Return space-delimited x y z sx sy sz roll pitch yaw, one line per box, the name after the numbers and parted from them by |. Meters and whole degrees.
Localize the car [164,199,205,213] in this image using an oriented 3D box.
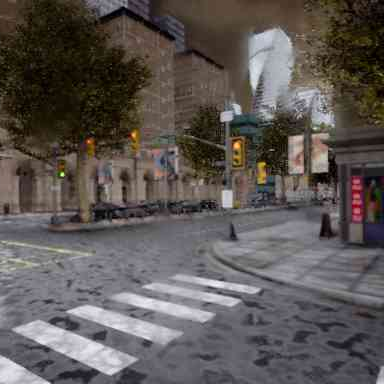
-0.796 1.795 40.850 1.837 1.490 4.892 -1 0 36 | car

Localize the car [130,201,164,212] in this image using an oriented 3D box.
-6.038 1.964 44.953 1.895 1.301 4.718 -1 0 36 | car

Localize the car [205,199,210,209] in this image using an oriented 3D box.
2.350 1.808 51.167 1.882 1.535 5.008 -1 0 36 | car

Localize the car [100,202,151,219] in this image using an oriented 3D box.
-6.523 1.854 32.921 1.994 1.385 4.181 -1 0 36 | car

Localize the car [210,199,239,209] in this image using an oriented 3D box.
5.208 1.766 49.140 1.882 1.535 5.008 -1 0 36 | car

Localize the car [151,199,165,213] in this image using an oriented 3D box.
-3.765 1.683 42.721 2.097 1.767 4.553 -1 0 36 | car

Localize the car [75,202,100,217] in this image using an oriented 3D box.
-9.706 1.837 34.493 1.837 1.490 4.892 -1 0 36 | car
